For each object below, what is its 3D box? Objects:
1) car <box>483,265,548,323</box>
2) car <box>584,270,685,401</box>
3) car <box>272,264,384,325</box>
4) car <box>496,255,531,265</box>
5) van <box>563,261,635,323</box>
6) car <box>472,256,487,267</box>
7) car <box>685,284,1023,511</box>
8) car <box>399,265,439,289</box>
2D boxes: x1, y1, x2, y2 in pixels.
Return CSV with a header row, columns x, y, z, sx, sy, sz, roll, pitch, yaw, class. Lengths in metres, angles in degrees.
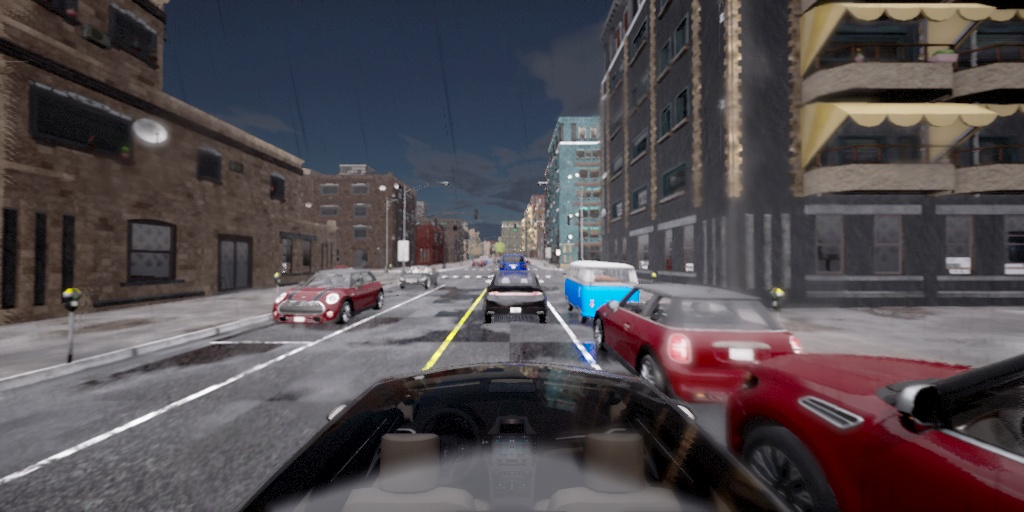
x,y,z,sx,sy,sz,roll,pitch,yaw,class
0.098,1.215,11.962,2.128,1.511,4.902,0,0,0,car
2.691,1.178,6.166,1.967,1.591,4.097,0,0,0,car
-5.690,1.164,11.580,1.967,1.591,4.097,0,0,0,car
0.002,0.901,28.397,2.150,2.045,5.566,0,0,-2,car
2.691,1.064,11.573,1.690,1.789,3.998,0,0,0,van
-5.771,1.137,60.350,1.888,1.381,4.507,0,0,0,car
2.691,1.067,0.759,2.192,1.841,5.009,0,0,0,car
-5.692,1.246,22.394,2.007,1.370,4.403,0,0,0,car
